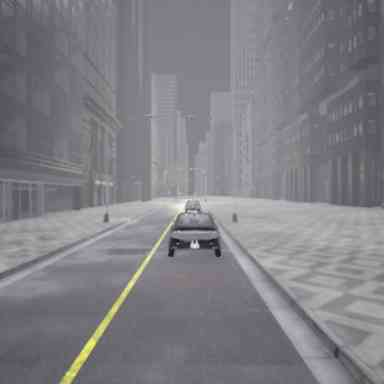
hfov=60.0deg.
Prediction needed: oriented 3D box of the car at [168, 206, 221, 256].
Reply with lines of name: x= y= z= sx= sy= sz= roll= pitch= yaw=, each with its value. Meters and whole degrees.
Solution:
car: x=0.096 y=1.535 z=13.210 sx=2.128 sy=1.511 sz=4.902 roll=0 pitch=0 yaw=0

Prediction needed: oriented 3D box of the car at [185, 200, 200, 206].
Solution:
car: x=0.099 y=1.666 z=39.116 sx=2.033 sy=1.411 sz=5.357 roll=0 pitch=0 yaw=0
